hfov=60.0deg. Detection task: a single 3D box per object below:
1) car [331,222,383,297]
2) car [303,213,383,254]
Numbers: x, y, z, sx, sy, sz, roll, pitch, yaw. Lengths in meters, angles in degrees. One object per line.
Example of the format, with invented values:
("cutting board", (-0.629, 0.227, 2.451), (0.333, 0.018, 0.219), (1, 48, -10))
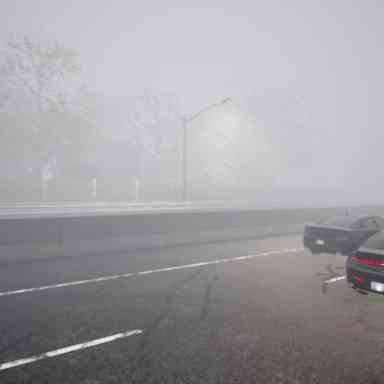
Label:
("car", (5.493, 1.549, 7.667), (4.892, 1.490, 1.837), (0, 0, -36))
("car", (6.295, 1.540, 12.536), (5.008, 1.535, 1.882), (0, 0, -36))
